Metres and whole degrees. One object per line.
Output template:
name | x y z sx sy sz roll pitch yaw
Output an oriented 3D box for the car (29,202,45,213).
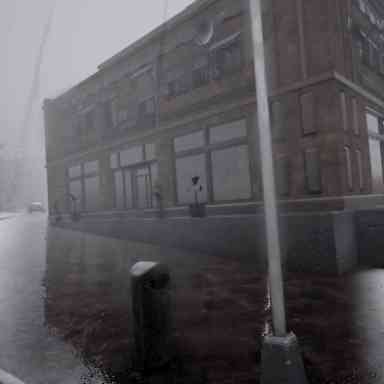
car | -21.773 2.128 46.619 1.812 1.442 4.674 -2 -1 -26
